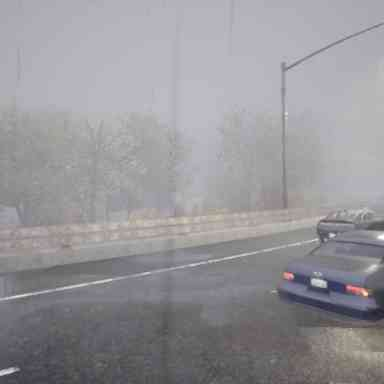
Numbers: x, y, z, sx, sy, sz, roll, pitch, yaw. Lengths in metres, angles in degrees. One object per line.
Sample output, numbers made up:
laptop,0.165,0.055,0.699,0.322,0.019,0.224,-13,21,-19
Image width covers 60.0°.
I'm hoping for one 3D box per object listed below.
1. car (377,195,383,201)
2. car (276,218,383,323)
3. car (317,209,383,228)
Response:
car,46.522,1.466,80.431,1.994,1.385,4.181,-1,0,5
car,4.036,1.549,7.148,5.357,1.411,2.033,0,0,-40
car,7.375,1.499,14.908,4.902,1.511,2.128,0,0,-43
